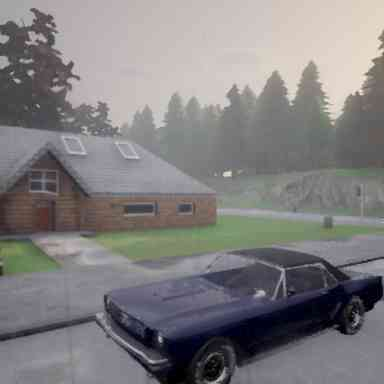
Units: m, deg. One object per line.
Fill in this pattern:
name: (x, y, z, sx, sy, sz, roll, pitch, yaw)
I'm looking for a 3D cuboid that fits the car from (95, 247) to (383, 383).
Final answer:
car: (0.995, 1.649, 5.303, 4.718, 1.301, 1.895, 1, -1, -35)
